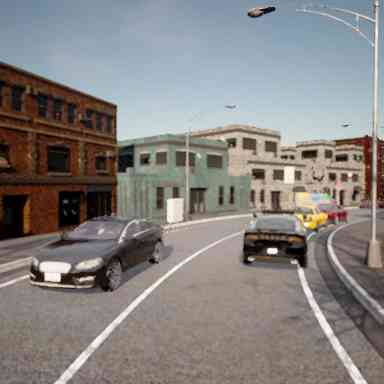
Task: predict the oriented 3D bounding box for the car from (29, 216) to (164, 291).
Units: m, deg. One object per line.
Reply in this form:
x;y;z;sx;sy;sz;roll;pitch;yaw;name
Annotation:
-2.241;1.457;9.128;2.128;1.511;4.902;0;0;14;car

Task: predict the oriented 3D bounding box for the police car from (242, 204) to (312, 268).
2.999;1.416;11.581;1.930;1.638;5.238;0;0;18;police car

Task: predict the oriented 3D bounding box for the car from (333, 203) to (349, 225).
10.111;1.546;24.535;1.812;1.442;4.674;1;0;39;car

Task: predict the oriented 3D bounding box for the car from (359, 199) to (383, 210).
23.873;1.627;44.071;4.181;1.385;1.994;0;1;-41;car

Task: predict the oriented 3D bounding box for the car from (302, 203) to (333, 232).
6.962;1.458;20.114;1.801;1.575;5.366;1;0;31;car
